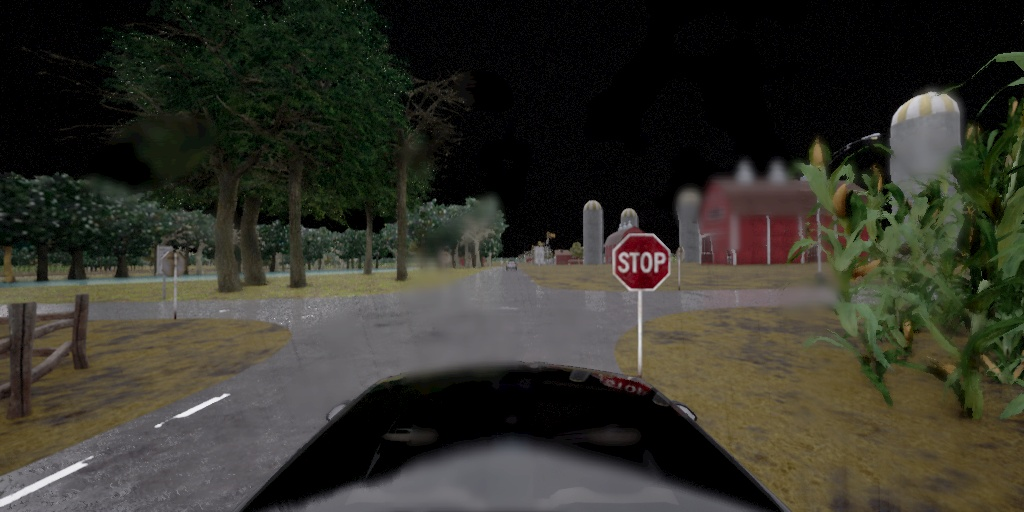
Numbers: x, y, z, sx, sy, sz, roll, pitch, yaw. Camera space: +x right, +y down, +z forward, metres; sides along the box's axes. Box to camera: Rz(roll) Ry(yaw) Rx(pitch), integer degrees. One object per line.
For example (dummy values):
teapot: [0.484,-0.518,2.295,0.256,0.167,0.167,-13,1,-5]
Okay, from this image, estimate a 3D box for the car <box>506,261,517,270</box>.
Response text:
car: [-0.089,1.686,61.272,2.128,1.511,4.902,0,-1,0]
